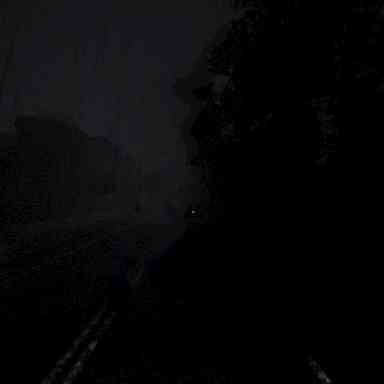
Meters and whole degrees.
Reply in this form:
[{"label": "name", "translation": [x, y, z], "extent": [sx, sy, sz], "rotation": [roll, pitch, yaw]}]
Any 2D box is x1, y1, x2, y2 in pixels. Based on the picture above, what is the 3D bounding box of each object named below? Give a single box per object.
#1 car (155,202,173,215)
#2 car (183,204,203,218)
[{"label": "car", "translation": [-3.308, 1.940, 40.018], "extent": [2.128, 1.511, 4.902], "rotation": [0, -1, 0]}, {"label": "car", "translation": [0.130, 1.957, 34.837], "extent": [1.994, 1.385, 4.181], "rotation": [0, -1, 0]}]
